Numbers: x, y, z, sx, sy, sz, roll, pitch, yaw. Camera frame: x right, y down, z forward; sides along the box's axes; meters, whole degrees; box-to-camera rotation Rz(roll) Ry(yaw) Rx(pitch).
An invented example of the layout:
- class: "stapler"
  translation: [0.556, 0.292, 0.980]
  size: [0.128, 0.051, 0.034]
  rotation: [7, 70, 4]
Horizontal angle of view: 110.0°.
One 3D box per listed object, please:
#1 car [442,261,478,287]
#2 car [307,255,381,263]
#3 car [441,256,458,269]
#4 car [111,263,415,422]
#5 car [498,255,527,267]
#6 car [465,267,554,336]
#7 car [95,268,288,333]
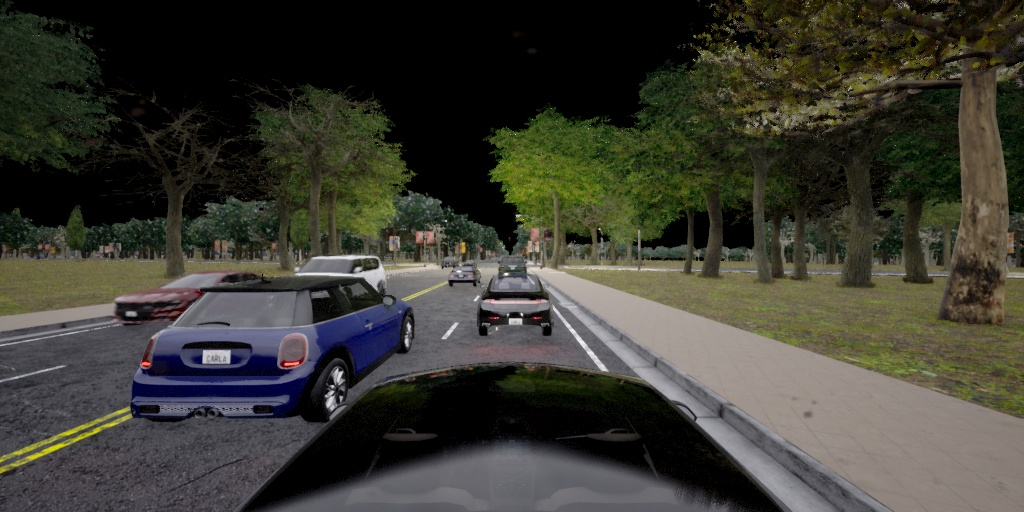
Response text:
- class: "car"
  translation: [-3.195, 1.300, 24.798]
  size: [2.033, 1.411, 5.357]
  rotation: [0, 0, 0]
- class: "car"
  translation: [-6.624, 0.971, 13.721]
  size: [2.150, 2.045, 5.566]
  rotation: [0, 0, 0]
- class: "car"
  translation: [-9.863, 1.073, 57.386]
  size: [2.150, 2.045, 5.566]
  rotation: [0, 0, 0]
- class: "car"
  translation: [-3.158, 1.102, 5.968]
  size: [2.097, 1.767, 4.553]
  rotation: [0, 0, 0]
- class: "car"
  translation: [0.045, 0.978, 28.429]
  size: [2.150, 2.045, 5.566]
  rotation: [0, 0, 0]
- class: "car"
  translation: [0.081, 1.242, 10.374]
  size: [2.128, 1.511, 4.902]
  rotation: [0, 0, 0]
- class: "car"
  translation: [-9.871, 1.227, 11.790]
  size: [1.882, 1.535, 5.008]
  rotation: [0, 0, 0]
